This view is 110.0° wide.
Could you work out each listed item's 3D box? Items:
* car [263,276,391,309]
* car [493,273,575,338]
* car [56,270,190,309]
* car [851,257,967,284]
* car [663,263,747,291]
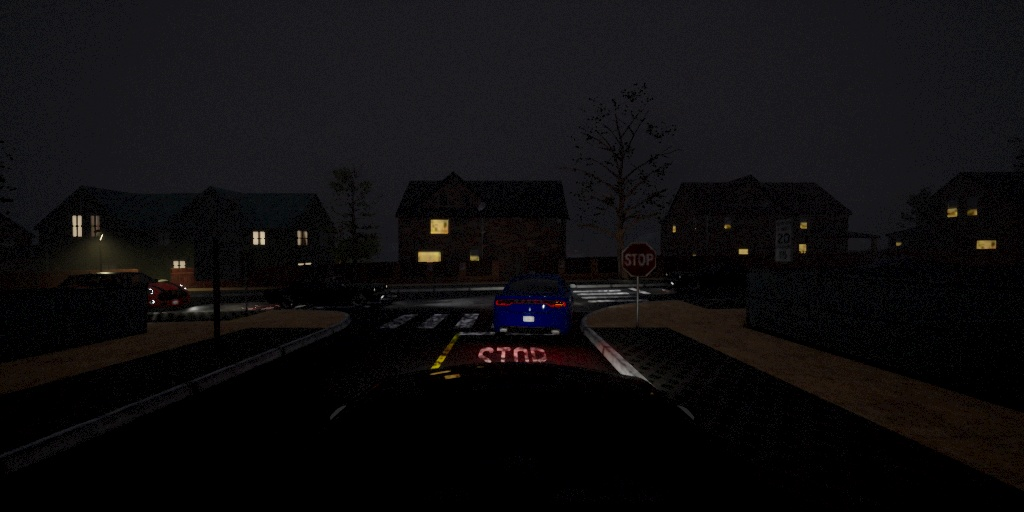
[{"bbox_3d":[-7.812,1.506,15.496,4.718,1.301,1.895,-1,1,0],"label":"car"},{"bbox_3d":[0.786,1.227,10.289,1.882,1.535,5.008,0,0,10],"label":"car"},{"bbox_3d":[-16.800,1.472,15.488,4.553,1.767,2.097,-1,1,0],"label":"car"},{"bbox_3d":[20.055,0.753,18.461,5.357,1.411,2.033,-1,1,0],"label":"car"},{"bbox_3d":[10.410,1.034,18.425,4.718,1.301,1.895,-1,1,-1],"label":"car"}]
